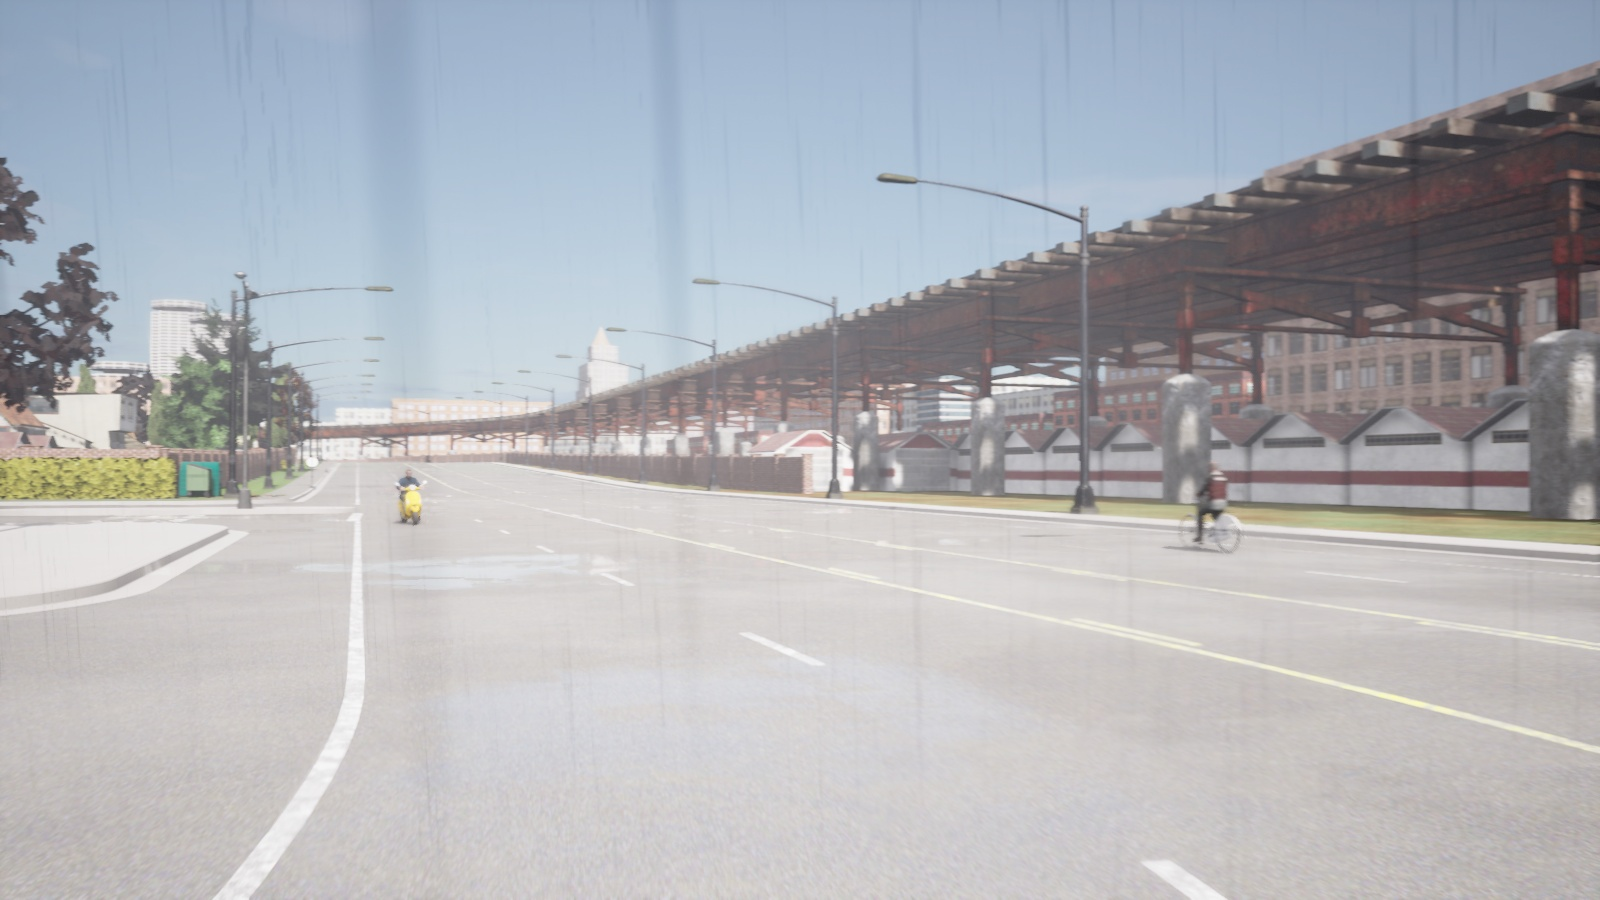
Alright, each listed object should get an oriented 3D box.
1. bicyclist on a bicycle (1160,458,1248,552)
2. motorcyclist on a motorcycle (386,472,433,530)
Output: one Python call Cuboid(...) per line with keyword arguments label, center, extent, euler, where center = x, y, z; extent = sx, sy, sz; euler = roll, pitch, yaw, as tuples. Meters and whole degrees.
Cuboid(label="bicyclist on a bicycle", center=(7.955, 1.058, 24.791), extent=(0.659, 1.776, 1.843), euler=(0, -1, -19))
Cuboid(label="motorcyclist on a motorcycle", center=(-11.100, 1.427, 35.690), extent=(0.866, 1.590, 1.817), euler=(-1, 0, -30))
